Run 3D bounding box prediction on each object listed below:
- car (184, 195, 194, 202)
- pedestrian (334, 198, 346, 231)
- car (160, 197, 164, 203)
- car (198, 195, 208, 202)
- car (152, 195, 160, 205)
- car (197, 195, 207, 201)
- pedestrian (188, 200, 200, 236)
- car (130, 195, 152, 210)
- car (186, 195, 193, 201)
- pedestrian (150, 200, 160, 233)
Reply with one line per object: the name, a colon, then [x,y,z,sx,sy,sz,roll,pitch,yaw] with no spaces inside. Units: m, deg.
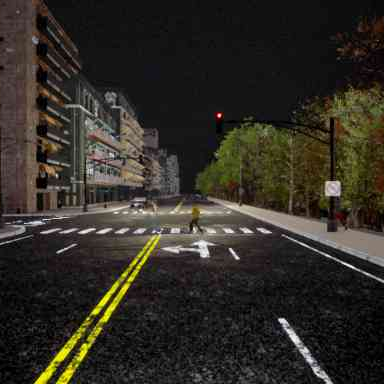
car: [-0.636,1.546,74.507,2.128,1.511,4.902,0,0,0]
pedestrian: [7.818,1.143,17.783,0.375,1.860,0.375,0,0,0]
car: [-7.106,1.620,70.938,1.895,1.301,4.718,0,0,0]
car: [2.614,1.546,74.538,2.128,1.511,4.902,0,0,0]
car: [-7.064,1.369,56.086,2.097,1.767,4.553,0,0,0]
car: [2.525,1.492,84.958,2.128,1.511,4.902,0,0,0]
pedestrian: [0.105,1.295,17.019,0.375,1.860,0.375,0,0,0]
car: [-6.975,1.500,44.075,2.128,1.511,4.902,0,0,0]
car: [-0.724,1.491,84.931,1.812,1.442,4.674,0,0,0]
pedestrian: [-2.061,1.301,18.299,0.375,1.860,0.375,0,0,0]
